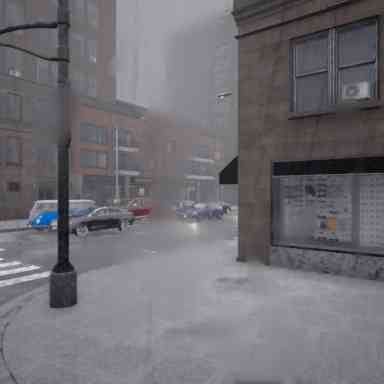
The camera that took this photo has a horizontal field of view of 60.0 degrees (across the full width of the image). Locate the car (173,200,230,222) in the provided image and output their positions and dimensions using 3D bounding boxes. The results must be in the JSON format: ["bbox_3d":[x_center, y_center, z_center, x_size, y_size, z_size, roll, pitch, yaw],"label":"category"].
[{"bbox_3d":[0.862,1.551,26.805,1.812,1.442,4.674,0,0,36],"label":"car"}]

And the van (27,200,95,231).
[{"bbox_3d":[-7.604,1.358,19.812,1.690,1.788,3.998,0,0,36],"label":"van"}]

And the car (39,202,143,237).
[{"bbox_3d":[-5.325,1.509,18.259,2.128,1.511,4.902,0,0,36],"label":"car"}]

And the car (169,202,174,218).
[{"bbox_3d":[-1.040,1.466,28.877,1.967,1.590,4.097,0,0,36],"label":"car"}]

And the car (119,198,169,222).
[{"bbox_3d":[-4.322,1.337,24.345,2.192,1.841,5.009,0,0,36],"label":"car"}]
